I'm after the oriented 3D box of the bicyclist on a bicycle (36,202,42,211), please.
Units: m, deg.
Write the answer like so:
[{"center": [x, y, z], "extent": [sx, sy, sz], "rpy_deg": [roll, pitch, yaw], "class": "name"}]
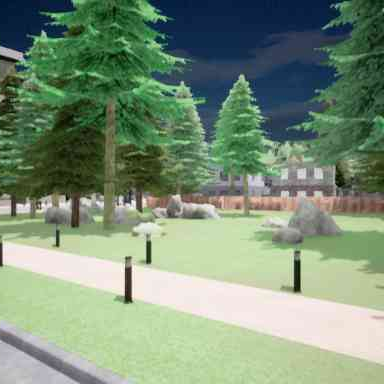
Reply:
[{"center": [-17.147, 1.290, 36.864], "extent": [1.656, 1.620, 0.582], "rpy_deg": [0, 0, 37], "class": "bicyclist on a bicycle"}]
